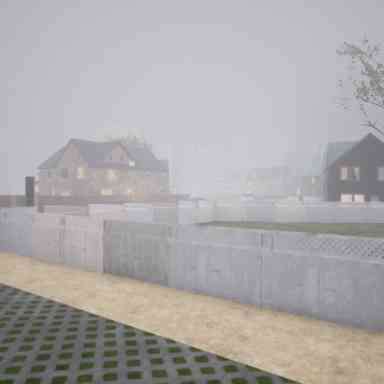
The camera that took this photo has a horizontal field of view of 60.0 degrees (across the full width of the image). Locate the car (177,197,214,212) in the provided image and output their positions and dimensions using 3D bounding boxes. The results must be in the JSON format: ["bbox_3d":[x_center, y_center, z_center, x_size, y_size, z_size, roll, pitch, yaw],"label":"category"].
[{"bbox_3d":[0.521,1.439,39.624,2.128,1.511,4.902,2,1,31],"label":"car"}]

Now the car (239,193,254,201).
[{"bbox_3d":[9.632,1.217,58.884,2.150,2.045,5.566,1,0,4],"label":"car"}]

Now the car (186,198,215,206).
[{"bbox_3d":[1.684,1.561,35.787,2.033,1.411,5.357,2,1,34],"label":"car"}]

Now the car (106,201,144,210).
[{"bbox_3d":[-6.605,1.487,29.553,2.033,1.411,5.357,2,1,38],"label":"car"}]
